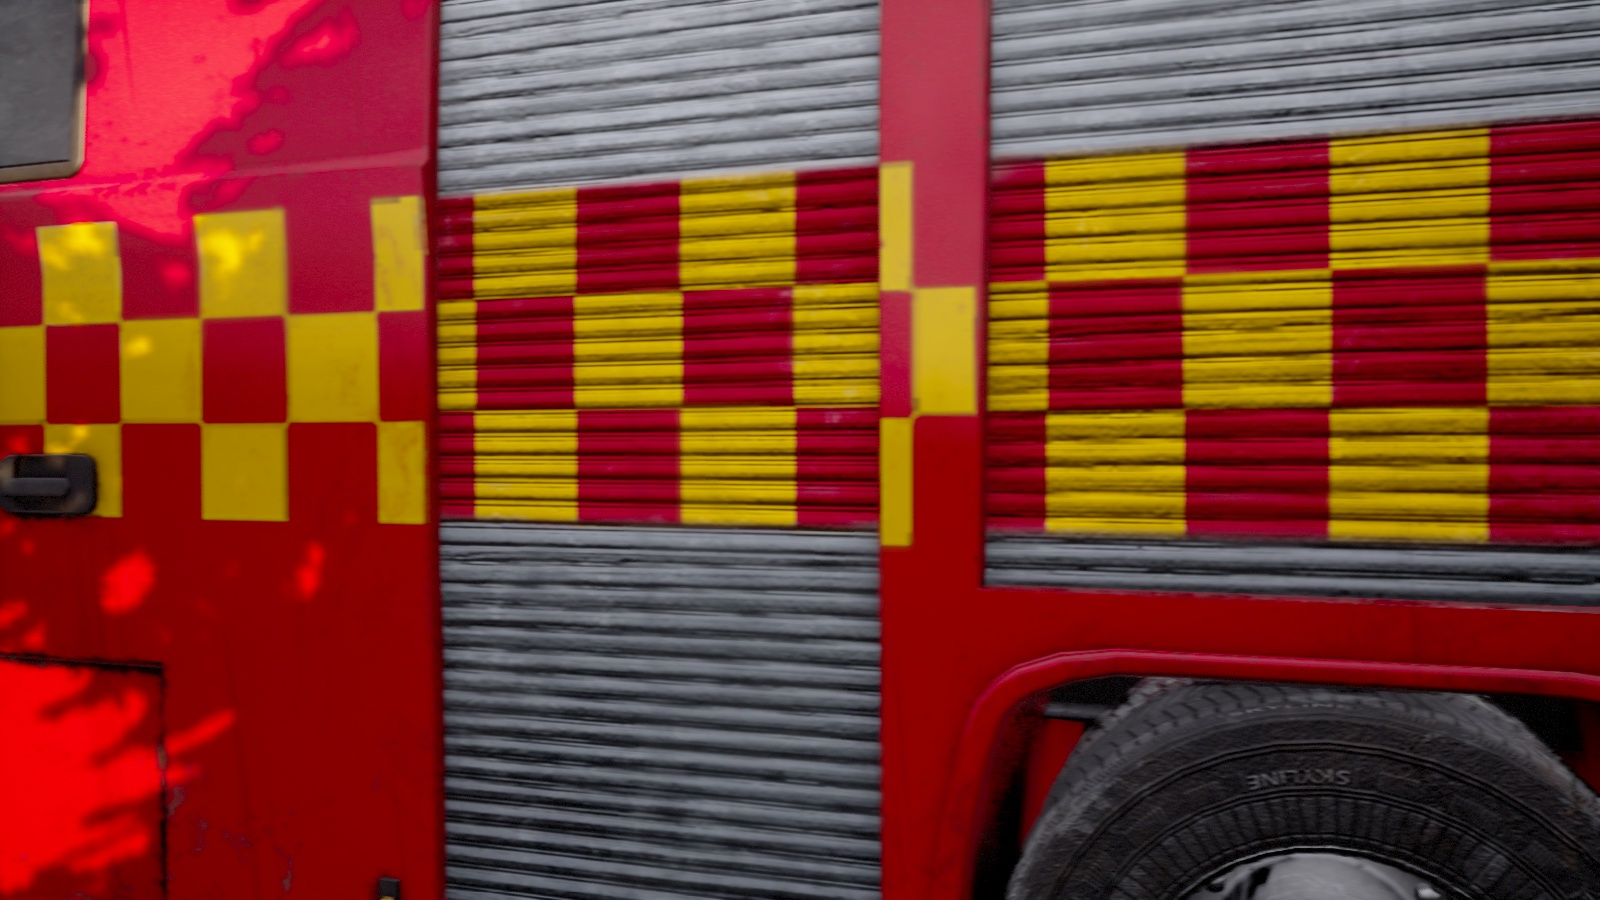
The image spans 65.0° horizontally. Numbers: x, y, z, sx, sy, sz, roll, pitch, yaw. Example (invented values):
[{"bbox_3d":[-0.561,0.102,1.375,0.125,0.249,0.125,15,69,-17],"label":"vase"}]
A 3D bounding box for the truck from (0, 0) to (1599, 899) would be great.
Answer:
[{"bbox_3d":[-1.321,-0.406,4.148,8.468,3.827,2.891,0,1,19],"label":"truck"}]
